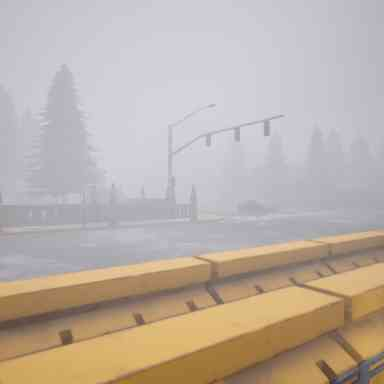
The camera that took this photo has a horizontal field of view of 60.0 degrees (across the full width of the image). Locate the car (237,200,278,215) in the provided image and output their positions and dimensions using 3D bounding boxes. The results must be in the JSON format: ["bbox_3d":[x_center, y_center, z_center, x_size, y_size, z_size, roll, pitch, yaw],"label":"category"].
[{"bbox_3d":[6.713,1.526,34.584,1.812,1.442,4.674,0,0,-36],"label":"car"}]
